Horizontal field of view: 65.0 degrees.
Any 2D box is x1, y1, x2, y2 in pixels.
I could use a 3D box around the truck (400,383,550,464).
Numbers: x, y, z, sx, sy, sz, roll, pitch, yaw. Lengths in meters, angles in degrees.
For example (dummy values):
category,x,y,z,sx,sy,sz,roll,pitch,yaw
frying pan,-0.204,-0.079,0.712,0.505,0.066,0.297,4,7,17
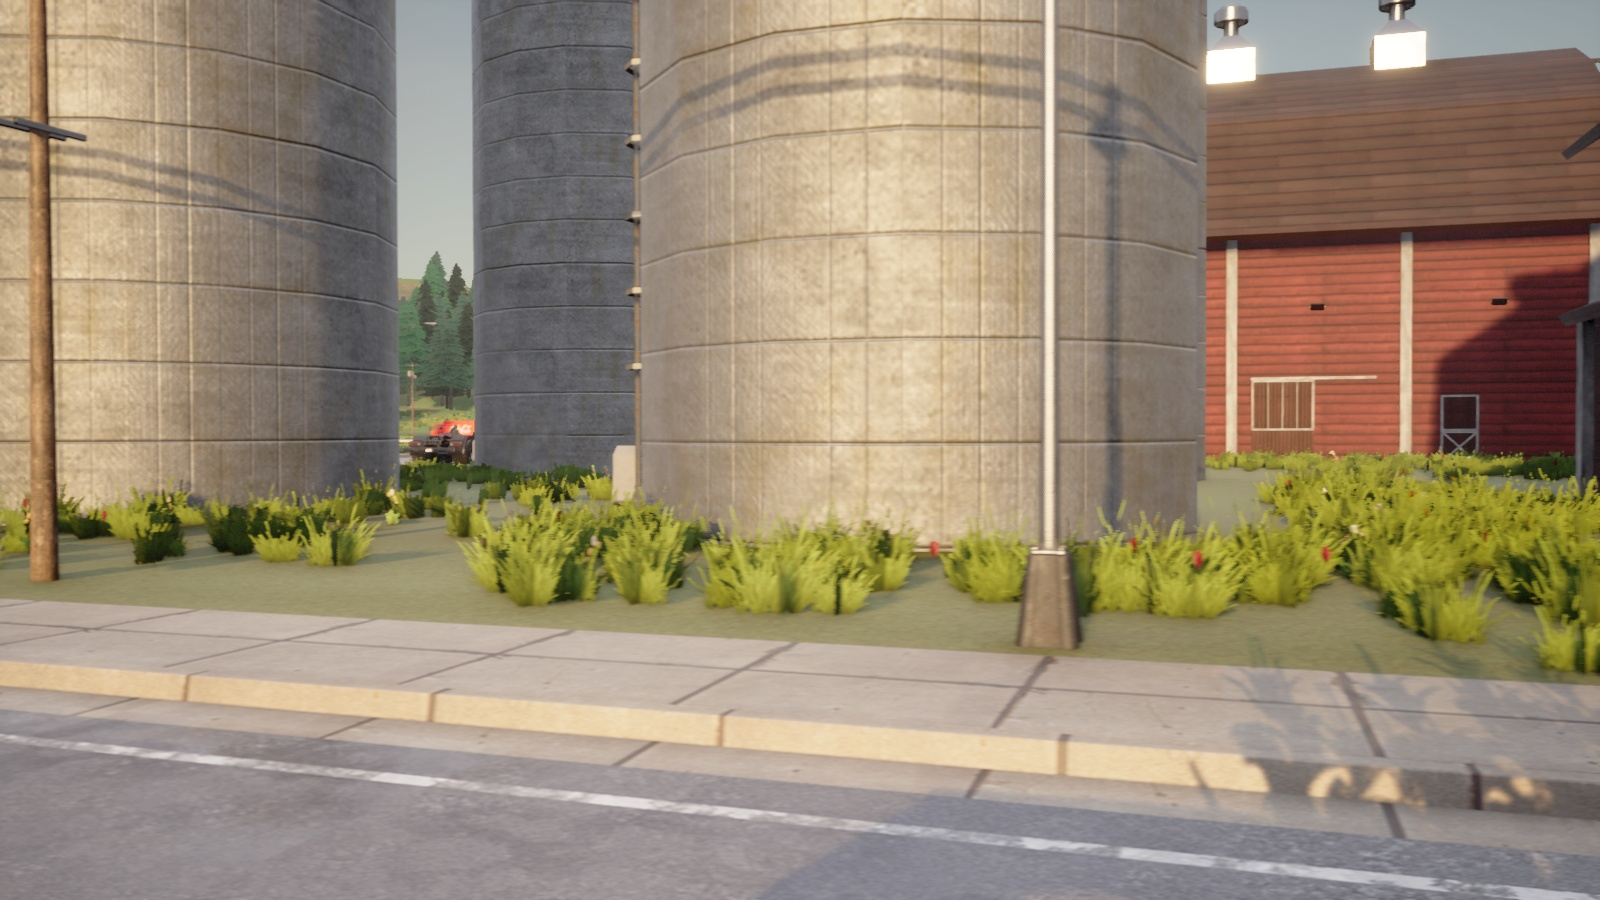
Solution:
category,x,y,z,sx,sy,sz,roll,pitch,yaw
truck,-14.803,-1.190,57.977,2.891,3.462,7.936,1,1,18
